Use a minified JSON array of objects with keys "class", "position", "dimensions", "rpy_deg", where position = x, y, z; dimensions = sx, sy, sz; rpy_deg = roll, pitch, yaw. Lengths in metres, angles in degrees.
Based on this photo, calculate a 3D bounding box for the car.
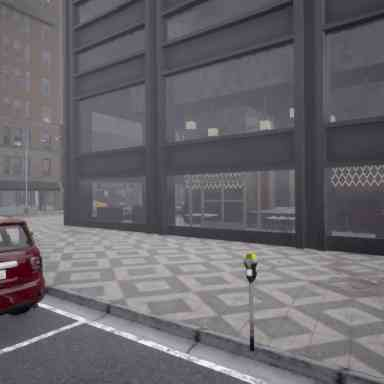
[{"class":"car","position":[-4.811,1.317,6.282],"dimensions":[5.009,1.841,2.192],"rpy_deg":[0,-1,35]}]
